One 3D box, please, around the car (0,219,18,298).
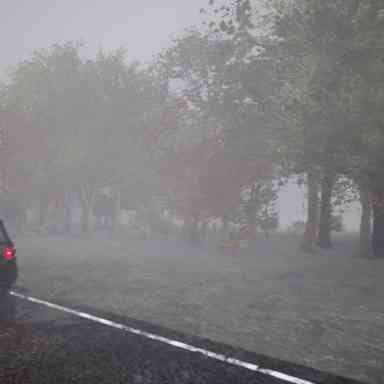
[{"bbox_3d":[-6.718,1.655,8.622,5.566,2.045,2.150,-3,-5,36],"label":"car"}]
